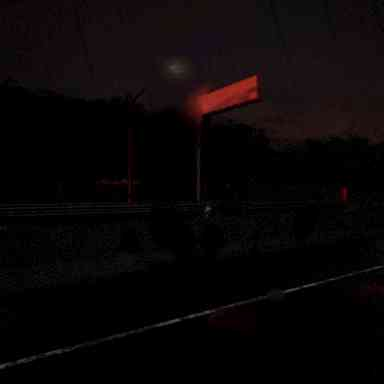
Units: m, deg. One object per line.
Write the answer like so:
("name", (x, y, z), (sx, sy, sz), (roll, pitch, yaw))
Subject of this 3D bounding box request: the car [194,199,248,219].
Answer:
("car", (2.376, 1.409, 27.162), (4.553, 1.767, 2.097), (0, 0, -35))

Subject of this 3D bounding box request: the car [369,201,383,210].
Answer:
("car", (18.136, 1.670, 29.782), (4.674, 1.442, 1.812), (0, 0, -35))

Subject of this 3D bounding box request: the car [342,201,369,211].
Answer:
("car", (16.985, 1.643, 33.256), (4.902, 1.511, 2.128), (0, 0, -35))
